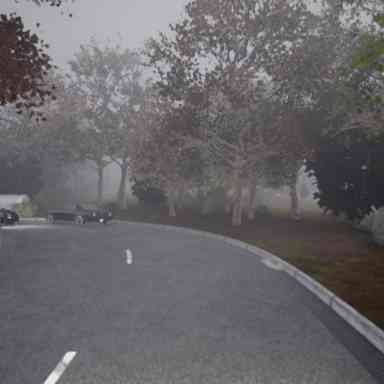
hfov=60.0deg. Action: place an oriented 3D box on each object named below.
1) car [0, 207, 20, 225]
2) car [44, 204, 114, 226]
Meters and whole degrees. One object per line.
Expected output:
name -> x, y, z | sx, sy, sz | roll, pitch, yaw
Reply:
car -> -12.156, 1.241, 19.114 | 4.181, 1.385, 1.994 | 0, -2, 12
car -> -7.252, 1.397, 21.009 | 4.718, 1.301, 1.895 | 0, -2, 33
